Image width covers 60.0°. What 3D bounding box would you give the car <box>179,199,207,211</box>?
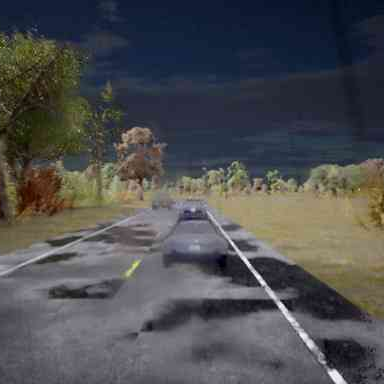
[{"bbox_3d":[0.095,1.351,26.165,2.097,1.767,4.553,0,0,0],"label":"car"}]

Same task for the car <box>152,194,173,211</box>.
[{"bbox_3d":[-3.573,1.214,40.756,2.150,2.045,5.566,0,0,0],"label":"car"}]

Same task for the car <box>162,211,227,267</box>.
[{"bbox_3d":[0.090,1.564,11.482,1.994,1.385,4.181,0,0,0],"label":"car"}]
